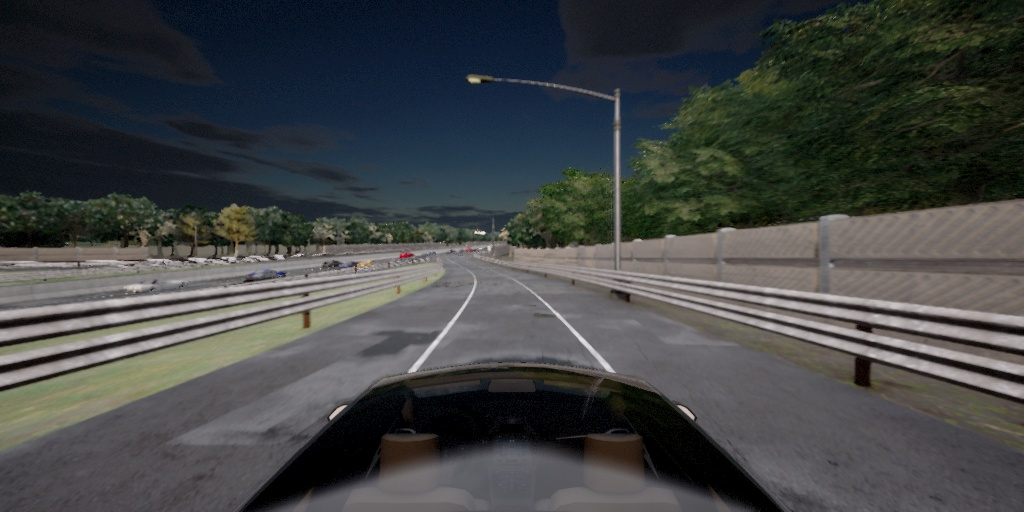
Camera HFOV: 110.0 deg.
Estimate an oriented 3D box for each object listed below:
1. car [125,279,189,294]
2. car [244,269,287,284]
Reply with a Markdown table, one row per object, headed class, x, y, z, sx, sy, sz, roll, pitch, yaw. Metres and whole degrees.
| class | x | y | z | sx | sy | sz | roll | pitch | yaw |
| --- | --- | --- | --- | --- | --- | --- | --- | --- | --- |
| car | -36.415 | 3.021 | 37.034 | 1.895 | 1.301 | 4.718 | 0 | 3 | 7 |
| car | -28.714 | 2.641 | 42.063 | 1.882 | 1.535 | 5.008 | 0 | 3 | 7 |
